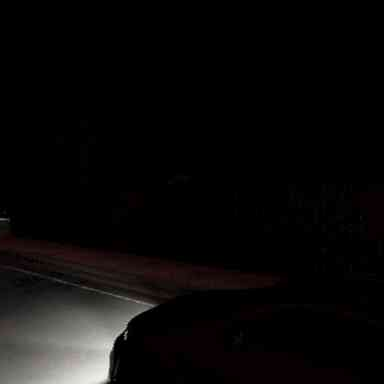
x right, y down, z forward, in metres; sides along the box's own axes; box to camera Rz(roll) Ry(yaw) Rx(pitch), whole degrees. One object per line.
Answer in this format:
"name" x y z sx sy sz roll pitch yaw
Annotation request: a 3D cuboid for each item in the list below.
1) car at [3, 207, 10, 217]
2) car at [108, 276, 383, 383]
"car" -14.227 1.470 29.698 1.812 1.442 4.674 0 0 35
"car" 1.167 1.564 3.167 4.181 1.385 1.994 0 0 35
